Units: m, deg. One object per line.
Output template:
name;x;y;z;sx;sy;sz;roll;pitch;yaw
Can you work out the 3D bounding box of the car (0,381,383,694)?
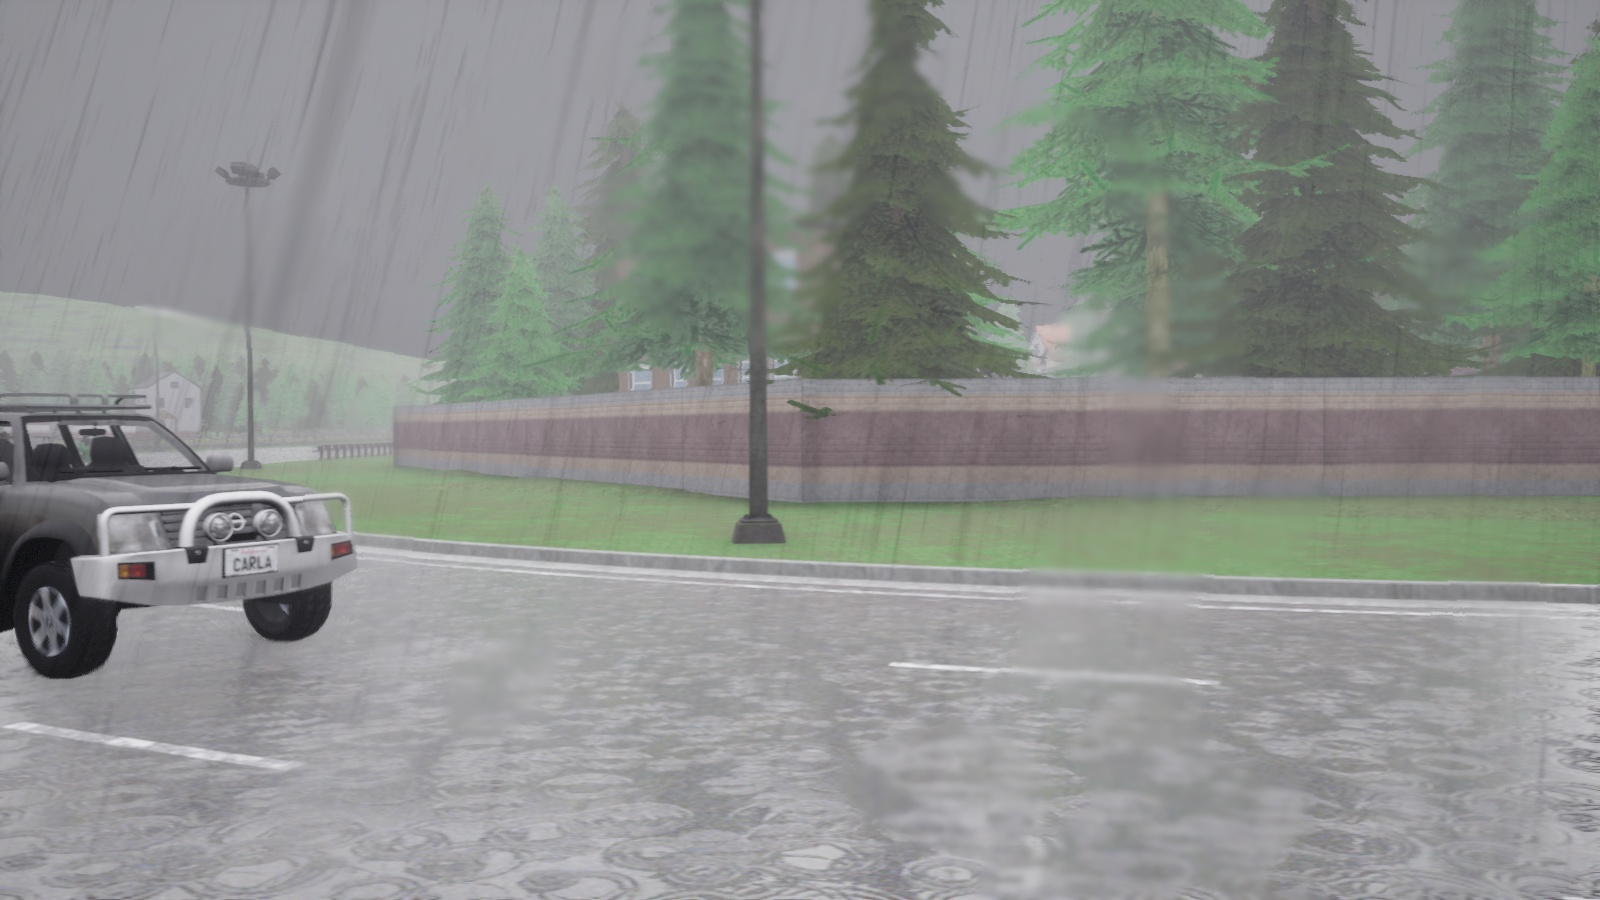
car;-5.489;0.477;9.460;4.605;1.855;1.932;1;1;31
